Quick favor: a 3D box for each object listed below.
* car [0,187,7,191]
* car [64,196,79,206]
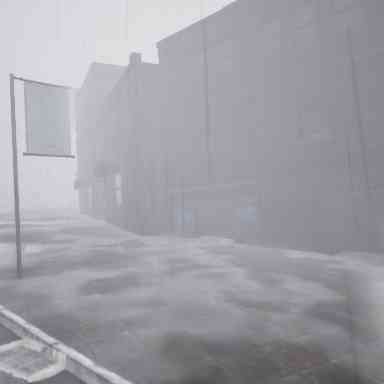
[{"bbox_3d":[-47.447,-0.645,79.379,2.231,1.521,4.892,-4,-3,5],"label":"car"},{"bbox_3d":[-23.796,1.984,69.325,2.150,2.045,5.566,-4,-1,13],"label":"car"}]
